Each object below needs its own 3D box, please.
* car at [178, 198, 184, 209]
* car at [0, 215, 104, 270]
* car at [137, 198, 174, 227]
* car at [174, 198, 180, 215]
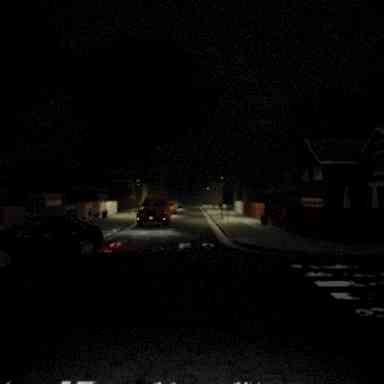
[{"bbox_3d":[-2.738,2.114,56.382,1.812,1.442,4.674,0,-1,0],"label":"car"},{"bbox_3d":[-5.400,1.608,11.575,1.837,1.490,4.892,3,0,39],"label":"car"},{"bbox_3d":[-2.832,1.485,25.664,2.150,2.045,5.566,0,-1,0],"label":"car"},{"bbox_3d":[-2.836,1.892,40.432,1.882,1.535,5.008,0,-1,0],"label":"car"}]
